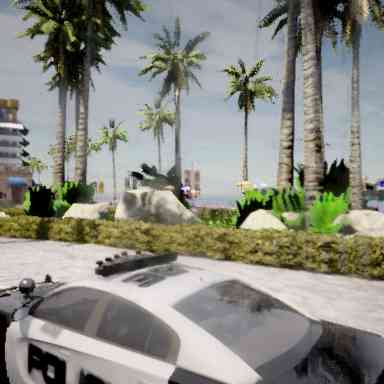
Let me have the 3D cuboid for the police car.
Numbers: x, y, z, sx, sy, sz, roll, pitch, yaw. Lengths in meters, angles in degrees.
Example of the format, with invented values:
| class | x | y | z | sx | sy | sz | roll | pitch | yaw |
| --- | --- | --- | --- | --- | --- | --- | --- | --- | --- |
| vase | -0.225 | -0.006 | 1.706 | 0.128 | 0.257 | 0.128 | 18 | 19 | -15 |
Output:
| class | x | y | z | sx | sy | sz | roll | pitch | yaw |
| --- | --- | --- | --- | --- | --- | --- | --- | --- | --- |
| police car | -0.718 | 1.507 | 3.766 | 5.238 | 1.638 | 1.930 | -1 | -1 | 37 |
